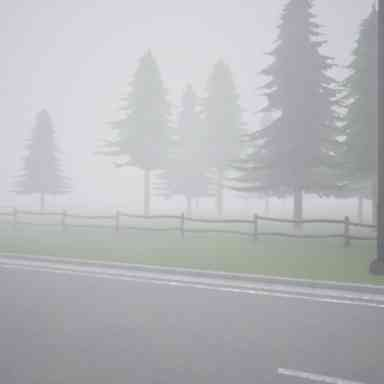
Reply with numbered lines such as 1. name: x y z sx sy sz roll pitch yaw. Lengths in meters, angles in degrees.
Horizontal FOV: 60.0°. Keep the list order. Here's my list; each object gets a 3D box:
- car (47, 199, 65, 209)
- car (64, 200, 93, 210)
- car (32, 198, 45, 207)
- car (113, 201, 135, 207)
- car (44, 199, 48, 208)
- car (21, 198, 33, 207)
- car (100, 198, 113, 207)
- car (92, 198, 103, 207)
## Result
1. car: -24.099 2.500 62.365 1.837 1.490 4.892 0 -1 20
2. car: -20.816 2.553 61.152 1.994 1.385 4.181 0 -1 20
3. car: -32.182 2.432 73.503 2.097 1.767 4.553 0 -1 21
4. car: -15.040 2.752 76.076 2.033 1.411 5.357 0 -1 22
5. car: -26.661 2.561 65.520 1.994 1.385 4.181 0 -1 20
6. car: -35.461 2.305 74.727 2.150 2.045 5.566 0 -1 21
7. car: -18.291 2.758 77.373 2.033 1.411 5.357 0 -1 22
8. car: -21.529 2.450 78.703 2.150 2.045 5.566 0 -1 22
